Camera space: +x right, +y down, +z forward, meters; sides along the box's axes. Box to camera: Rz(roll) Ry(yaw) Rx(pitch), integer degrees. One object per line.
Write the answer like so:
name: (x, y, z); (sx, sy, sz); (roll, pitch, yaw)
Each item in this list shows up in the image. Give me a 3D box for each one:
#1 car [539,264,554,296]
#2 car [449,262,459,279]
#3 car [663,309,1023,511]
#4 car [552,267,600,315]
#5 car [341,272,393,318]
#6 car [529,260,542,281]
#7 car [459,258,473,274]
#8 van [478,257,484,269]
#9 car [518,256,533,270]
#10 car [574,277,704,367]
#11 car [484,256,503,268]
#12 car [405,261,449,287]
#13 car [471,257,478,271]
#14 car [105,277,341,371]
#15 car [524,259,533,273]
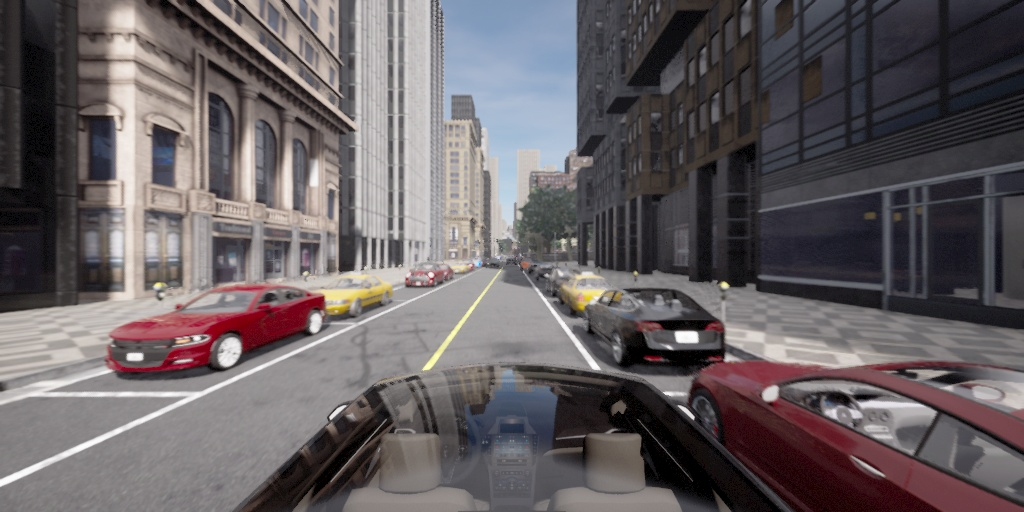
car: (2.741, 1.297, 18.714); (2.007, 1.370, 4.403); (0, 0, 0)
car: (-5.800, 1.331, 29.684); (1.802, 1.307, 4.207); (0, 0, 0)
car: (2.764, 1.330, 2.253); (1.802, 1.307, 4.207); (0, 0, 0)
car: (2.748, 1.272, 13.397); (1.751, 1.417, 4.829); (0, 0, 0)
car: (-5.776, 1.279, 13.050); (1.751, 1.417, 4.829); (0, 0, 0)
car: (2.725, 1.293, 29.689); (2.007, 1.370, 4.403); (0, 0, 0)
car: (-5.815, 1.266, 40.490); (1.751, 1.417, 4.829); (0, 0, 0)
van: (-5.839, 1.069, 57.123); (1.690, 1.789, 3.998); (0, 0, 0)
car: (2.318, 1.079, 51.413); (2.097, 1.767, 4.553); (0, 0, 0)
car: (2.756, 1.313, 7.740); (1.948, 1.339, 4.313); (0, 0, 0)
car: (-3.120, 1.076, 59.619); (2.097, 1.767, 4.553); (0, 0, 0)
car: (-5.792, 1.191, 24.196); (1.967, 1.591, 4.097); (0, 0, 0)
car: (-5.823, 1.176, 46.148); (1.967, 1.591, 4.097); (0, 0, 0)
car: (-5.769, 1.299, 7.733); (1.888, 1.381, 4.507); (0, 0, 0)
car: (2.710, 1.300, 40.662); (1.948, 1.339, 4.313); (0, 0, 0)
